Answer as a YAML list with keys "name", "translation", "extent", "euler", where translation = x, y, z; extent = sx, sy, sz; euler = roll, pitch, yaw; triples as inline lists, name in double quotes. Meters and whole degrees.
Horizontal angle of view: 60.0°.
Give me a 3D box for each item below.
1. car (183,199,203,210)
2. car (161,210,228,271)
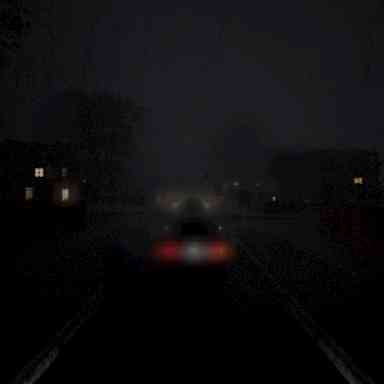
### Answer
- name: "car"
  translation: [0.109, 1.465, 33.844]
  extent: [1.882, 1.535, 5.008]
  euler: [0, 0, 0]
- name: "car"
  translation: [0.076, 1.538, 10.831]
  extent: [2.033, 1.411, 5.357]
  euler: [0, 0, 0]
